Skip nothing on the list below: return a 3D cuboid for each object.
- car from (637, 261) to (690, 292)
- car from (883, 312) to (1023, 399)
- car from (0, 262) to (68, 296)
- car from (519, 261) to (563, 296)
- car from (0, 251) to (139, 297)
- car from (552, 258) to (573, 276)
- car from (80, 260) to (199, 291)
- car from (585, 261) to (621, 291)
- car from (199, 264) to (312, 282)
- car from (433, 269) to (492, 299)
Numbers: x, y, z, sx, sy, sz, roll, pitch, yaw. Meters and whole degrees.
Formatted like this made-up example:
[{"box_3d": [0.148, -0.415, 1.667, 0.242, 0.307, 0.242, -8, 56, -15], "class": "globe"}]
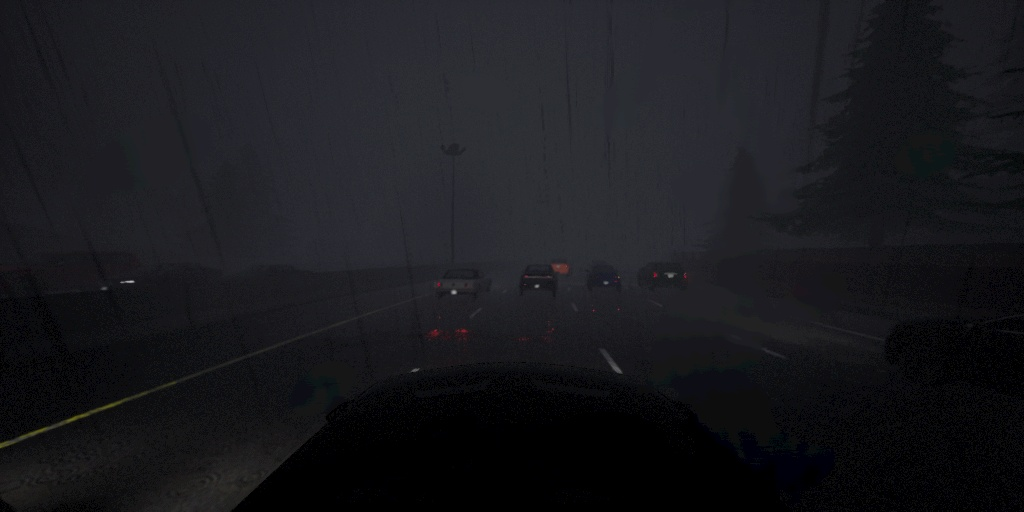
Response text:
[{"box_3d": [8.948, 1.099, 21.553, 2.097, 1.767, 4.553, 0, 0, 9], "class": "car"}, {"box_3d": [7.214, 1.284, 4.074, 2.128, 1.511, 4.902, 0, 0, 2], "class": "car"}, {"box_3d": [-23.738, 1.041, 15.889, 1.837, 1.490, 4.892, 0, 0, 6], "class": "car"}, {"box_3d": [1.484, 1.194, 19.088, 2.128, 1.511, 4.902, 0, 0, 7], "class": "car"}, {"box_3d": [-20.216, 0.781, 16.230, 2.150, 2.045, 5.566, 0, 0, 6], "class": "car"}, {"box_3d": [4.843, 1.024, 35.590, 2.097, 1.767, 4.553, 0, 0, 15], "class": "car"}, {"box_3d": [-16.560, 1.074, 17.249, 2.128, 1.511, 4.902, 0, 0, 7], "class": "car"}, {"box_3d": [5.416, 1.248, 21.559, 1.812, 1.442, 4.674, 0, 0, 9], "class": "car"}, {"box_3d": [-12.873, 1.150, 18.928, 2.033, 1.411, 5.357, 0, 0, 7], "class": "car"}, {"box_3d": [-2.244, 1.282, 17.759, 1.895, 1.301, 4.718, 0, 0, 7], "class": "car"}]
